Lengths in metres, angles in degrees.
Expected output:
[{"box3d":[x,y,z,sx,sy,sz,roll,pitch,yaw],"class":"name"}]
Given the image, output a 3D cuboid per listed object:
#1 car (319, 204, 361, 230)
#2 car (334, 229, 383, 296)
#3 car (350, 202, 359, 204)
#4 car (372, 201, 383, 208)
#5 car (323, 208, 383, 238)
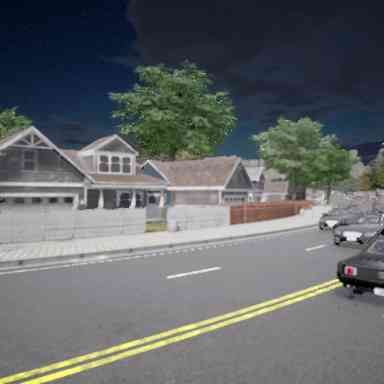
[{"box3d":[10.287,1.851,22.893,2.128,1.511,4.902,0,-1,38],"class":"car"},{"box3d":[5.455,1.727,8.074,4.718,1.301,1.895,1,-1,-42],"class":"car"},{"box3d":[29.070,2.570,59.595,2.033,1.411,5.357,0,-1,22],"class":"car"},{"box3d":[28.886,2.219,50.715,2.097,1.767,4.553,0,-1,23],"class":"car"},{"box3d":[8.341,1.735,15.731,2.128,1.511,4.902,-1,-1,43],"class":"car"}]
